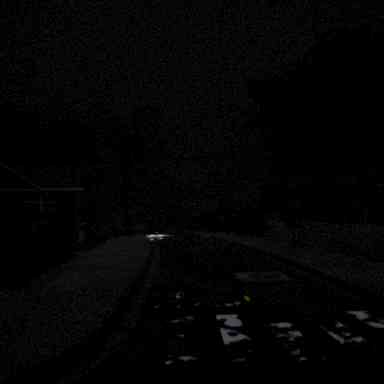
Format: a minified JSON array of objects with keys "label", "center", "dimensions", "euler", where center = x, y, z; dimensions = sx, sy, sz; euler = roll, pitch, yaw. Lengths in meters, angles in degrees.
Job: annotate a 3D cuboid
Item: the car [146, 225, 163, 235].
[{"label":"car","center":[-5.478,5.398,47.846],"dimensions":[2.033,1.411,5.357],"euler":[0,-5,-15]}]
